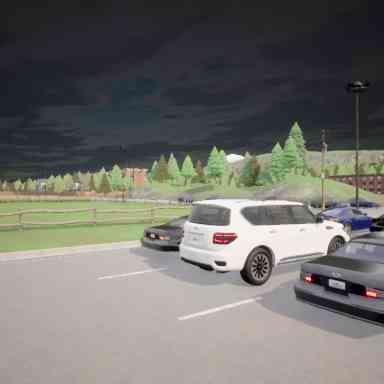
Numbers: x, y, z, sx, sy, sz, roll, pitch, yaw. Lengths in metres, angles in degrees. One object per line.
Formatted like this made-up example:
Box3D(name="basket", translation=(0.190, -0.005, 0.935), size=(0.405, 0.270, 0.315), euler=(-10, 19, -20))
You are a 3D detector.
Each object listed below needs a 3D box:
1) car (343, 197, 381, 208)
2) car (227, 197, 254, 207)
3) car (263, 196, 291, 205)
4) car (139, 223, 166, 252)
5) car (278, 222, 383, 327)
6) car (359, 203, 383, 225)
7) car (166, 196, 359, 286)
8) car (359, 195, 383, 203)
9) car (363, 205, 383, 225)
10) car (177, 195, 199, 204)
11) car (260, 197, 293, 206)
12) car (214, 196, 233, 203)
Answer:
Box3D(name="car", translation=(24.940, 1.542, 48.862), size=(1.812, 1.442, 4.674), euler=(0, 0, -39))
Box3D(name="car", translation=(7.814, 1.576, 54.239), size=(1.994, 1.385, 4.181), euler=(0, 0, -36))
Box3D(name="car", translation=(15.637, 1.521, 61.365), size=(1.837, 1.490, 4.892), euler=(0, 0, -36))
Box3D(name="car", translation=(0.690, 1.550, 12.857), size=(5.357, 1.411, 2.033), euler=(0, 0, -36))
Box3D(name="car", translation=(4.388, 1.550, 6.895), size=(5.357, 1.411, 2.033), euler=(0, 0, -36))
Box3D(name="car", translation=(8.472, 1.531, 18.456), size=(4.674, 1.442, 1.812), euler=(0, 0, -36))
Box3D(name="car", translation=(2.272, 1.224, 9.686), size=(5.566, 2.045, 2.150), euler=(0, 0, -35))
Box3D(name="car", translation=(23.357, 1.540, 45.098), size=(1.812, 1.442, 4.674), euler=(0, 0, -38))
Box3D(name="car", translation=(10.337, 1.483, 15.494), size=(5.008, 1.535, 1.882), euler=(0, 0, -35))
Box3D(name="car", translation=(-0.803, 1.490, 66.082), size=(1.882, 1.535, 5.008), euler=(0, 0, -36))
Box3D(name="car", translation=(14.462, 1.562, 57.013), size=(2.033, 1.411, 5.357), euler=(0, 0, -36))
Box3D(name="car", translation=(6.907, 1.566, 73.381), size=(1.994, 1.385, 4.181), euler=(0, 0, -36))
